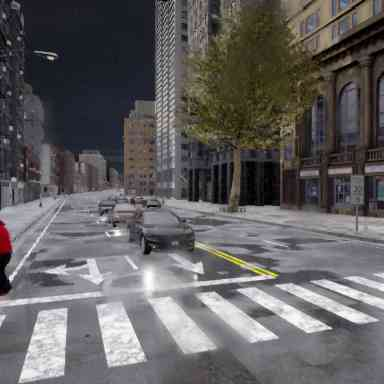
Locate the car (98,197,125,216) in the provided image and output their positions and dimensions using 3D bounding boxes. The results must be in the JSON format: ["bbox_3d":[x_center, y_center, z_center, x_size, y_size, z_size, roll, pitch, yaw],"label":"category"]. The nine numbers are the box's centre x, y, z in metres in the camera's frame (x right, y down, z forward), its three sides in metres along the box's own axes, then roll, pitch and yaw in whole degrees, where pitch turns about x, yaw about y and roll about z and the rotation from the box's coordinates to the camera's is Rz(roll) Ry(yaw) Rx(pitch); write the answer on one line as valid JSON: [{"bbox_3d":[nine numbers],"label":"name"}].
[{"bbox_3d":[-8.180,1.486,32.434,2.033,1.411,5.357,0,0,-19],"label":"car"}]

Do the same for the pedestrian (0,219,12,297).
[{"bbox_3d":[-4.142,1.288,7.084,0.375,1.860,0.375,-1,1,-20],"label":"pedestrian"}]

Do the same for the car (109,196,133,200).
[{"bbox_3d":[-10.497,1.357,49.020,2.128,1.511,4.902,0,0,-20],"label":"car"}]

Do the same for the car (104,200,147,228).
[{"bbox_3d":[-4.597,1.494,22.452,1.812,1.442,4.674,0,0,-20],"label":"car"}]

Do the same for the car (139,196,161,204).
[{"bbox_3d":[-5.415,1.456,44.370,1.994,1.385,4.181,0,0,-19],"label":"car"}]

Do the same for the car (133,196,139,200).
[{"bbox_3d":[-8.857,1.334,53.767,2.128,1.511,4.902,0,0,-20],"label":"car"}]

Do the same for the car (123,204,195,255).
[{"bbox_3d":[-1.418,1.462,13.613,1.882,1.535,5.008,0,0,-20],"label":"car"}]

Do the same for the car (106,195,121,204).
[{"bbox_3d":[-13.868,1.361,58.379,2.033,1.411,5.357,0,0,-19],"label":"car"}]
